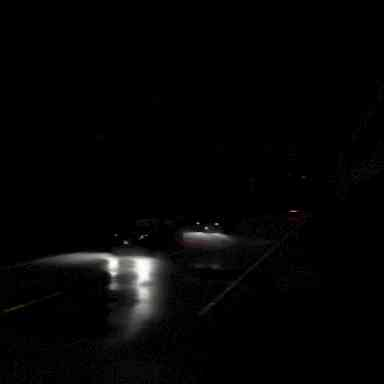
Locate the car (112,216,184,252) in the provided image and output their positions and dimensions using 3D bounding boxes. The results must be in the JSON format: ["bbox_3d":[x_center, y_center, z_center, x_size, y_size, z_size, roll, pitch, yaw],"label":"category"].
[{"bbox_3d":[-1.894,1.884,15.927,1.812,1.442,4.674,1,-2,21],"label":"car"}]

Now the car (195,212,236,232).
[{"bbox_3d":[1.993,2.225,25.729,2.033,1.411,5.357,1,-2,22],"label":"car"}]

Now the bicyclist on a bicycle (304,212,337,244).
[{"bbox_3d":[6.703,1.861,17.345,1.656,1.620,0.582,0,-2,22],"label":"bicyclist on a bicycle"}]

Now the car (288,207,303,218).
[{"bbox_3d":[15.538,3.033,49.841,2.128,1.511,4.902,1,-1,22],"label":"car"}]
